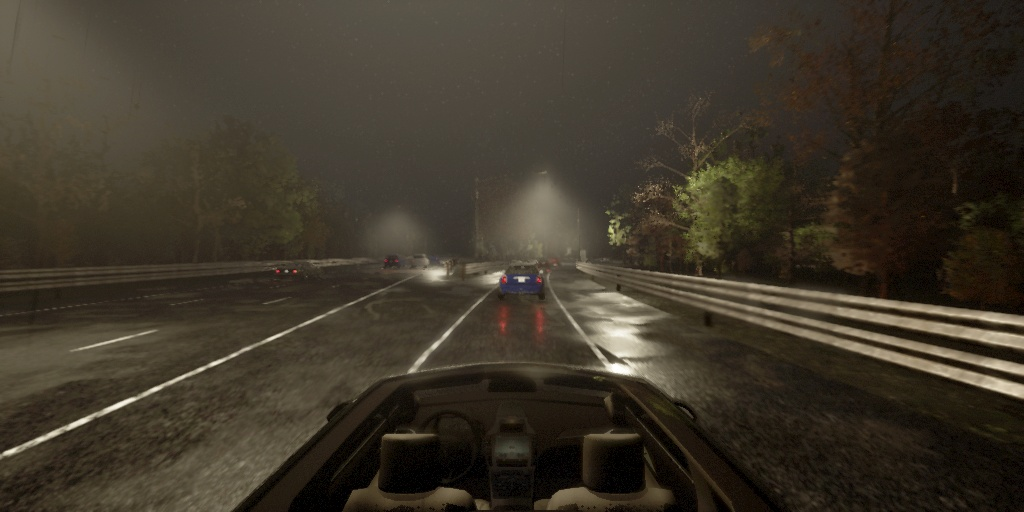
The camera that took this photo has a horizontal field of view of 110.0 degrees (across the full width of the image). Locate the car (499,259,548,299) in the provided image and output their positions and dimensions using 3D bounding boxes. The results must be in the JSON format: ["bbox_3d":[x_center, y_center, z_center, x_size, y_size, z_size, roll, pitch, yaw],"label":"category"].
[{"bbox_3d":[0.545,1.126,18.252,2.097,1.767,4.553,0,0,3],"label":"car"}]

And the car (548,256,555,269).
[{"bbox_3d":[5.383,1.208,59.004,2.097,1.767,4.553,0,0,10],"label":"car"}]

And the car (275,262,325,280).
[{"bbox_3d":[-17.336,1.201,29.498,2.033,1.411,5.357,0,0,-8],"label":"car"}]

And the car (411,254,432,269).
[{"bbox_3d":[-13.479,0.800,52.827,2.150,2.045,5.566,0,0,-8],"label":"car"}]

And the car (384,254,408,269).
[{"bbox_3d":[-16.833,0.805,51.531,2.150,2.045,5.566,0,0,-8],"label":"car"}]
